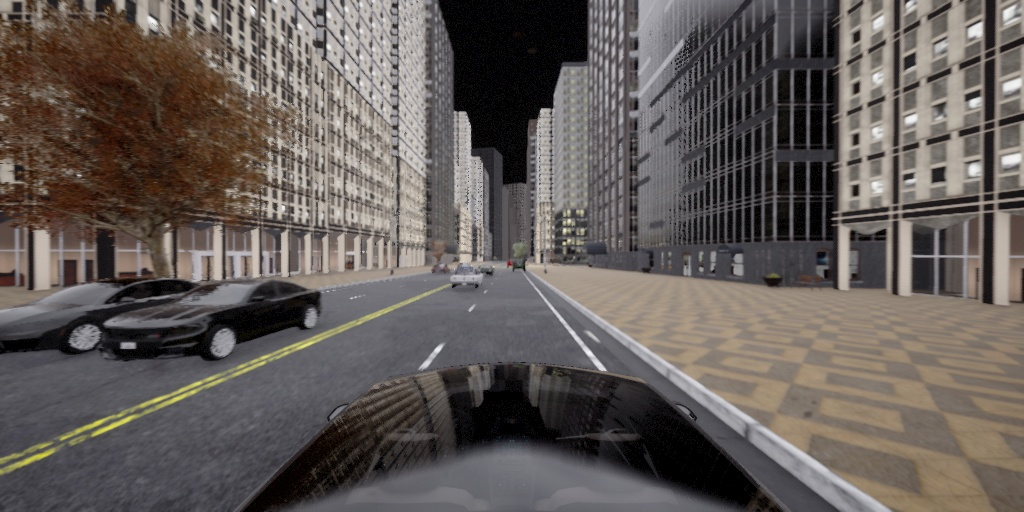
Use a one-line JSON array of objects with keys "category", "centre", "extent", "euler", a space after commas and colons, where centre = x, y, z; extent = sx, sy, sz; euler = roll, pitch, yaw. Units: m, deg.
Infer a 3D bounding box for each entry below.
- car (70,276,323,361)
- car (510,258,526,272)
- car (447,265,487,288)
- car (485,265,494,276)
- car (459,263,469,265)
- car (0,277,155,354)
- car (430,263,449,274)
[{"category": "car", "centre": [-6.598, 1.291, 8.665], "extent": [1.882, 1.535, 5.008], "euler": [0, -1, 0]}, {"category": "car", "centre": [1.151, 1.489, 58.133], "extent": [2.150, 2.045, 5.566], "euler": [0, -1, 0]}, {"category": "car", "centre": [-3.144, 1.571, 25.892], "extent": [1.895, 1.301, 4.718], "euler": [0, -1, 0]}, {"category": "car", "centre": [-3.140, 1.732, 43.523], "extent": [1.895, 1.301, 4.718], "euler": [0, -1, 0]}, {"category": "car", "centre": [-6.559, 1.708, 49.135], "extent": [1.812, 1.442, 4.674], "euler": [0, 0, 0]}, {"category": "car", "centre": [-9.848, 1.322, 8.996], "extent": [1.837, 1.490, 4.892], "euler": [0, -1, 0]}, {"category": "car", "centre": [-9.807, 1.711, 49.462], "extent": [1.812, 1.442, 4.674], "euler": [0, 0, 0]}]
